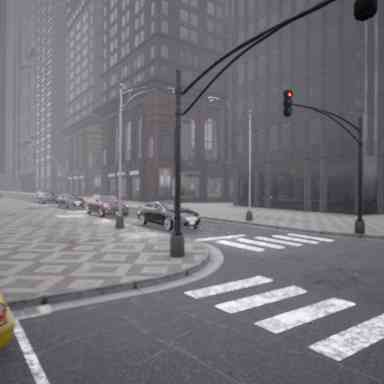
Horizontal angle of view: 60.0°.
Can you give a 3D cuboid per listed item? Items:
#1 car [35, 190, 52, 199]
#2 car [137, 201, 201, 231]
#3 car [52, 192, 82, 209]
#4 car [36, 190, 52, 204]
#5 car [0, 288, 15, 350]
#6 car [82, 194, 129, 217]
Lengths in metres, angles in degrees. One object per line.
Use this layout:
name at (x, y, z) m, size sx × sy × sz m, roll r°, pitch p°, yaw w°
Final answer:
car at (-26.605, 0.469, 59.554) m, size 1.837 × 1.490 × 4.892 m, roll 1°, pitch 1°, yaw -36°
car at (-1.413, 1.263, 18.995) m, size 2.128 × 1.511 × 4.902 m, roll 0°, pitch 1°, yaw -36°
car at (-12.618, 0.910, 34.609) m, size 2.128 × 1.511 × 4.902 m, roll 1°, pitch 1°, yaw -36°
car at (-18.625, 0.744, 43.031) m, size 1.837 × 1.490 × 4.892 m, roll 1°, pitch 1°, yaw -35°
car at (-4.574, 1.514, 3.391) m, size 4.829 × 1.417 × 1.752 m, roll 0°, pitch 0°, yaw -35°
car at (-6.740, 0.952, 26.418) m, size 2.097 × 1.767 × 4.553 m, roll 1°, pitch 1°, yaw -35°
